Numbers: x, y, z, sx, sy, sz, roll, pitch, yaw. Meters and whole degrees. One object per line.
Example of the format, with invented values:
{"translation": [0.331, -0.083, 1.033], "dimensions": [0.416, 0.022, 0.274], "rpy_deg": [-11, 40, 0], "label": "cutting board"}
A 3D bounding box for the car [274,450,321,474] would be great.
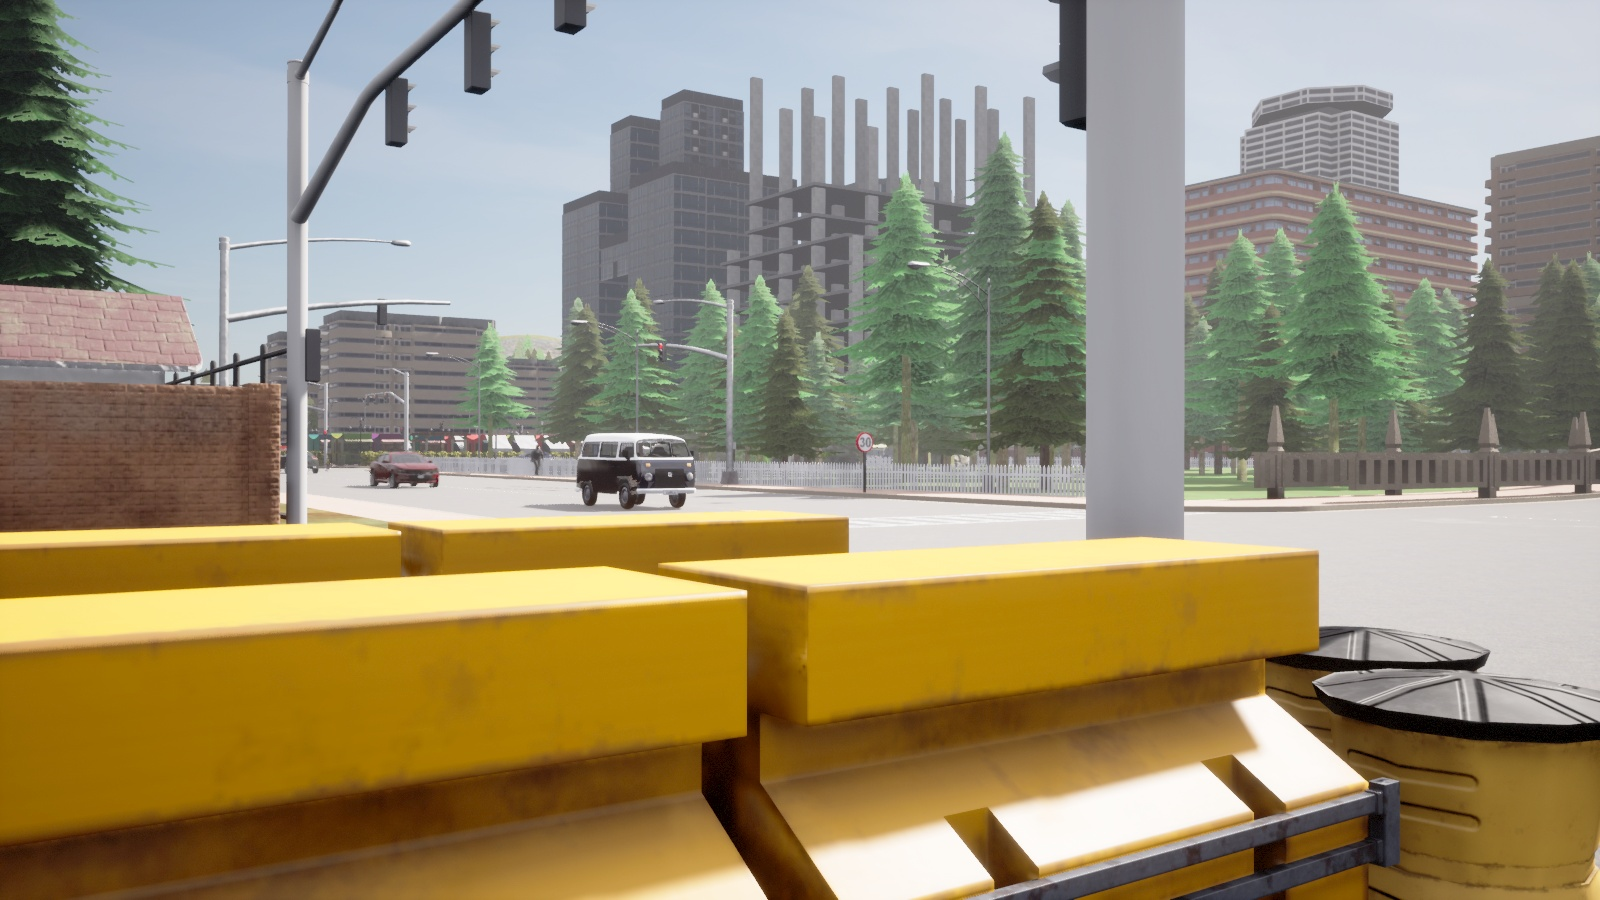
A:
{"translation": [-35.247, 0.813, 88.001], "dimensions": [2.152, 1.651, 5.027], "rpy_deg": [0, 0, -33], "label": "car"}

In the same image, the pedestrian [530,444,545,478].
{"translation": [-14.691, 0.606, 70.198], "dimensions": [0.563, 1.883, 0.849], "rpy_deg": [0, 0, -33], "label": "pedestrian"}

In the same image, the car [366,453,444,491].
{"translation": [-16.769, 0.888, 53.196], "dimensions": [1.882, 1.535, 5.008], "rpy_deg": [0, 0, -33], "label": "car"}

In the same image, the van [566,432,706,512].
{"translation": [-4.568, 0.562, 34.452], "dimensions": [2.069, 2.038, 4.480], "rpy_deg": [0, 0, -33], "label": "van"}
